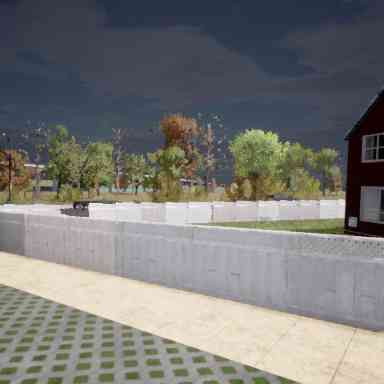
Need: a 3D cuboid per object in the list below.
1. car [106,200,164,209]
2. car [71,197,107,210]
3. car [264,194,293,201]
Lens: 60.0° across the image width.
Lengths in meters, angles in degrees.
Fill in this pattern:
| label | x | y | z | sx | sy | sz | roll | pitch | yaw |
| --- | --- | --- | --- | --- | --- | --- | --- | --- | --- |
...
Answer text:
| label | x | y | z | sx | sy | sz | roll | pitch | yaw |
| --- | --- | --- | --- | --- | --- | --- | --- | --- | --- |
| car | -4.451 | 1.463 | 27.717 | 4.674 | 1.442 | 1.812 | 0 | 2 | -18 |
| car | -10.602 | 1.226 | 36.111 | 4.718 | 1.301 | 1.895 | 0 | 2 | -18 |
| car | 10.788 | 0.990 | 43.234 | 4.892 | 1.490 | 1.837 | 0 | 2 | -18 |
